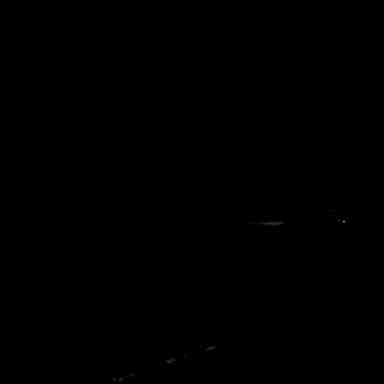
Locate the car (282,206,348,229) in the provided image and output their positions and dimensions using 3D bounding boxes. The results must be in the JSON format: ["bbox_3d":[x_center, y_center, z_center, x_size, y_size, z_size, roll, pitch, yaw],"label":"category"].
[{"bbox_3d":[8.675,1.762,23.857,1.812,1.442,4.674,0,-1,-37],"label":"car"}]
